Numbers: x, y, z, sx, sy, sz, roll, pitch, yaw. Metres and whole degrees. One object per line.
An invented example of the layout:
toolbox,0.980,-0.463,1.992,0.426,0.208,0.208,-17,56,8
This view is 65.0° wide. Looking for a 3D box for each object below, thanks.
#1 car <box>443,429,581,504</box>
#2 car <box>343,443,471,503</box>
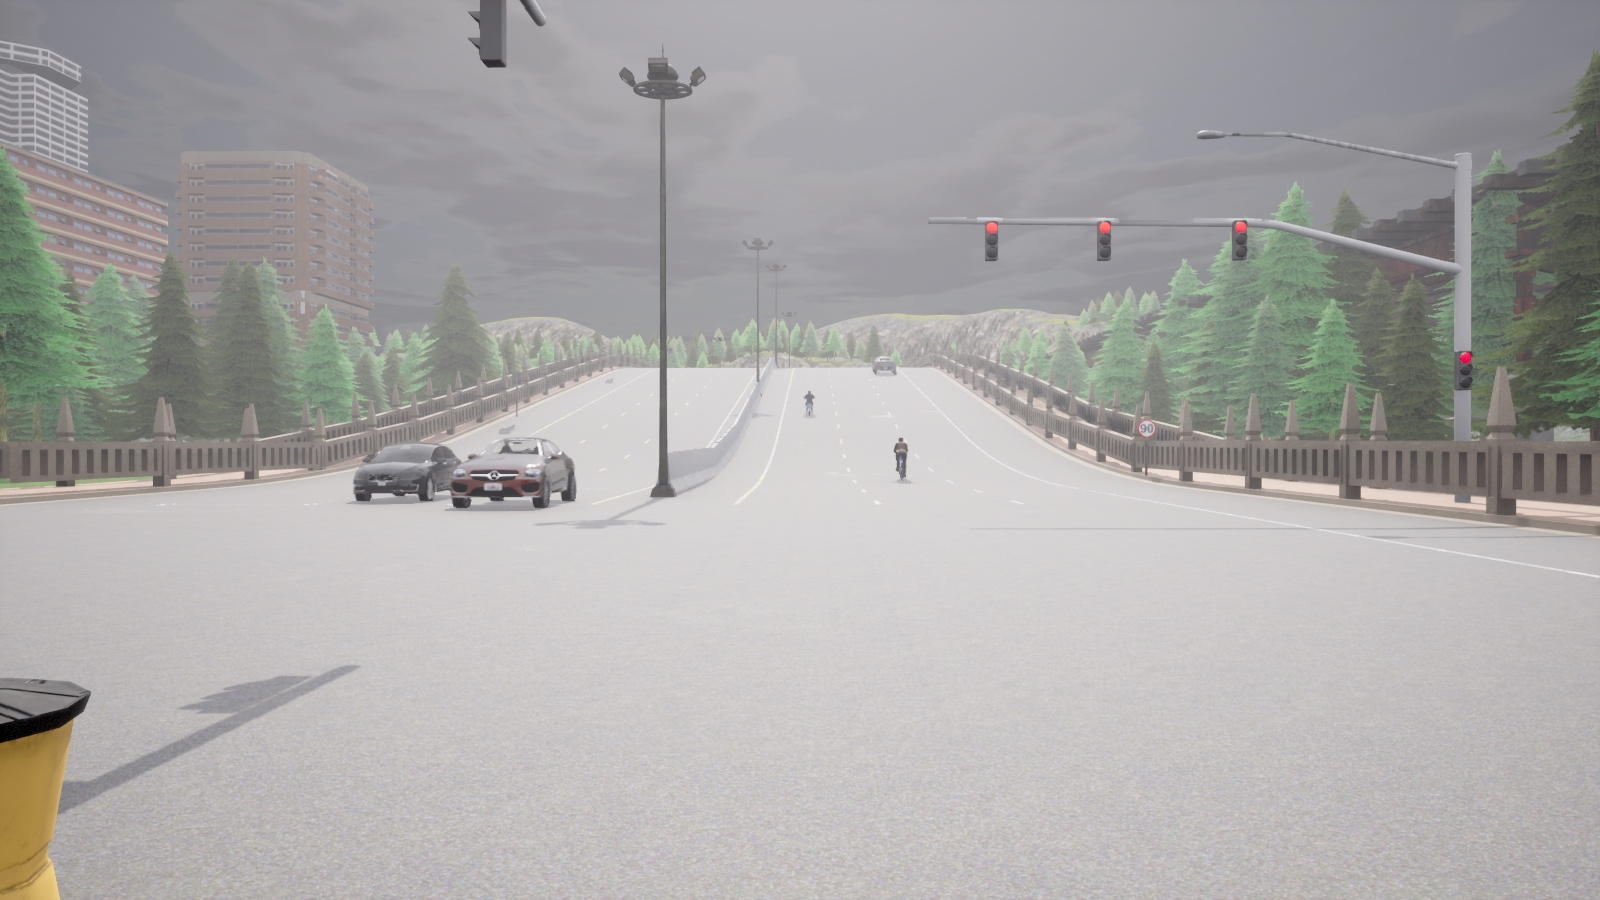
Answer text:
car,-6.821,0.347,30.371,2.152,1.651,5.027,0,0,0
car,-10.305,0.553,33.331,1.837,1.490,4.892,0,0,0
